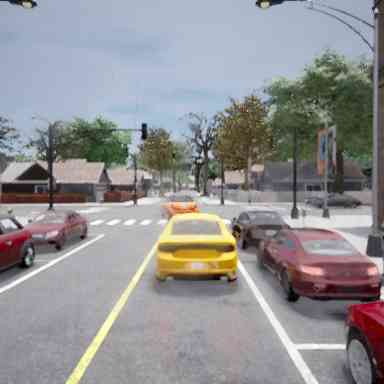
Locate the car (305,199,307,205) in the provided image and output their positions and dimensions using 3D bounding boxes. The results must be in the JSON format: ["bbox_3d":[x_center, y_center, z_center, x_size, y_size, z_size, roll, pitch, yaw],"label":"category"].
[{"bbox_3d":[14.837,0.842,36.150,4.902,1.511,2.128,0,1,0],"label":"car"}]

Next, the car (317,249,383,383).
[{"bbox_3d":[2.637,1.510,2.146,1.887,1.381,4.507,0,1,0],"label":"car"}]

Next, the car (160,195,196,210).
[{"bbox_3d":[-0.989,0.984,24.029,2.097,1.767,4.553,-1,1,-13],"label":"car"}]

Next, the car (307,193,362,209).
[{"bbox_3d":[14.261,0.930,32.891,4.674,1.442,1.812,0,1,2],"label":"car"}]

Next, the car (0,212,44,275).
[{"bbox_3d":[-5.387,1.321,7.661,1.967,1.590,4.097,0,1,0],"label":"car"}]

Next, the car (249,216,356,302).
[{"bbox_3d":[2.638,1.463,7.664,1.802,1.307,4.206,0,1,0],"label":"car"}]

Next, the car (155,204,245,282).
[{"bbox_3d":[0.103,1.333,9.366,1.882,1.535,5.008,0,1,0],"label":"car"}]

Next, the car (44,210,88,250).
[{"bbox_3d":[-5.386,1.379,13.182,1.802,1.307,4.206,0,1,0],"label":"car"}]

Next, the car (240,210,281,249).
[{"bbox_3d":[2.639,1.363,13.182,1.947,1.339,4.313,0,1,0],"label":"car"}]
